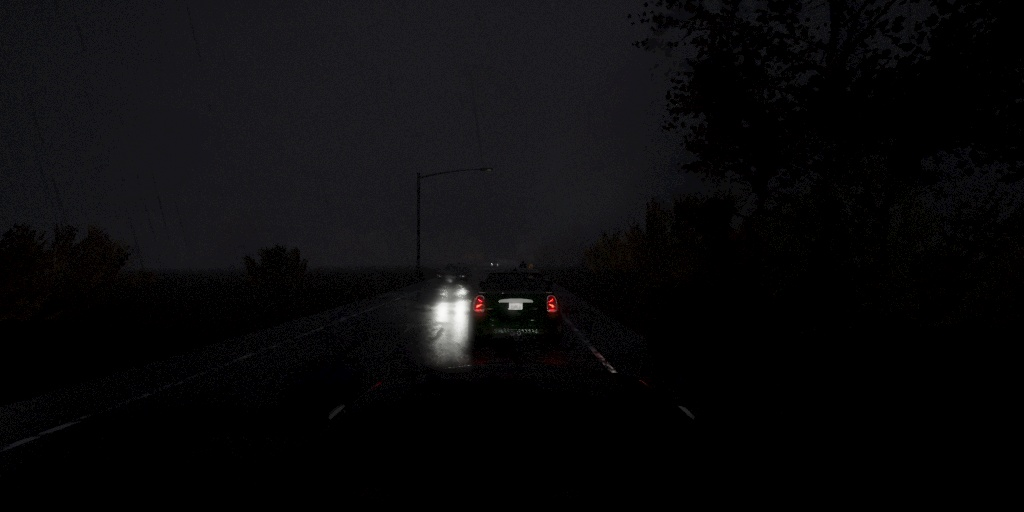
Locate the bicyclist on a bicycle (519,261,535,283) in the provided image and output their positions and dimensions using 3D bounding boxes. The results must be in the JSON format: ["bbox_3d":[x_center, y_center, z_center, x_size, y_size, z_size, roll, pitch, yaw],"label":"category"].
[{"bbox_3d":[0.902,1.181,17.152,0.866,1.612,1.509,0,0,0],"label":"bicyclist on a bicycle"}]

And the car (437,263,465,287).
[{"bbox_3d":[-3.704,1.234,23.961,2.128,1.511,4.902,0,0,0],"label":"car"}]

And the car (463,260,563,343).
[{"bbox_3d":[0.072,1.099,9.808,2.097,1.767,4.553,0,0,0],"label":"car"}]

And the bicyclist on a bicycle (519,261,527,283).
[{"bbox_3d":[0.839,1.193,27.269,0.582,1.620,1.656,0,0,0],"label":"bicyclist on a bicycle"}]
